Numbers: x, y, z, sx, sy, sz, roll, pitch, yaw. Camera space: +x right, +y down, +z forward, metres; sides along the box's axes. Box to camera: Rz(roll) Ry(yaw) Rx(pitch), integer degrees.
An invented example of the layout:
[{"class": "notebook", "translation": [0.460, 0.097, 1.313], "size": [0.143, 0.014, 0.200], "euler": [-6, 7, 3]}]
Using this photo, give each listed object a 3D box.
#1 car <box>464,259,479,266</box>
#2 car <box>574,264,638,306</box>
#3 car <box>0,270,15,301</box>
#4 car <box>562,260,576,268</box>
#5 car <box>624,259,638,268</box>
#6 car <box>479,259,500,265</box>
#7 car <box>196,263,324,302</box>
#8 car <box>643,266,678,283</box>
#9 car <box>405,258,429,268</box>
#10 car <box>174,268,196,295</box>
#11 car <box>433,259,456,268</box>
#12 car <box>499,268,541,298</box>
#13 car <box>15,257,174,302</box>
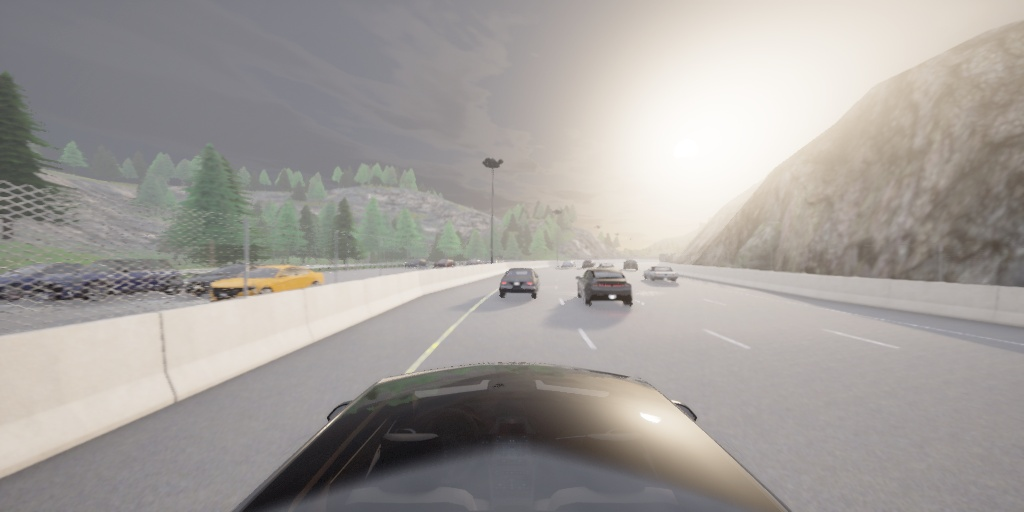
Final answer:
[{"class": "car", "translation": [-6.189, 1.232, 58.808], "size": [1.812, 1.442, 4.674], "euler": [1, 0, 16]}, {"class": "car", "translation": [4.012, 1.305, 16.027], "size": [1.837, 1.490, 4.892], "euler": [0, 0, 5]}, {"class": "car", "translation": [-20.604, 1.056, 15.855], "size": [1.812, 1.442, 4.674], "euler": [1, 0, 4]}, {"class": "car", "translation": [10.313, 1.417, 64.476], "size": [1.812, 1.442, 4.674], "euler": [0, 0, 19]}, {"class": "car", "translation": [19.130, 1.336, 57.817], "size": [2.097, 1.767, 4.553], "euler": [1, 0, 18]}, {"class": "car", "translation": [-3.135, 1.265, 56.747], "size": [1.812, 1.442, 4.674], "euler": [1, 0, 16]}, {"class": "car", "translation": [-10.124, 1.123, 15.288], "size": [1.882, 1.535, 5.008], "euler": [1, 0, 4]}, {"class": "car", "translation": [12.471, 1.500, 30.387], "size": [1.895, 1.301, 4.718], "euler": [1, 0, 10]}, {"class": "car", "translation": [-14.451, 1.118, 55.004], "size": [1.837, 1.490, 4.892], "euler": [0, 0, 14]}, {"class": "car", "translation": [-13.452, 1.115, 17.934], "size": [1.837, 1.490, 4.892], "euler": [0, 0, 5]}, {"class": "car", "translation": [-10.526, 1.135, 56.165], "size": [1.882, 1.535, 5.008], "euler": [1, 0, 15]}, {"class": "car", "translation": [0.499, 1.310, 18.865], "size": [2.033, 1.411, 5.357], "euler": [1, 0, 6]}, {"class": "car", "translation": [-17.111, 0.921, 15.485], "size": [2.097, 1.767, 4.553], "euler": [1, 0, 4]}]
